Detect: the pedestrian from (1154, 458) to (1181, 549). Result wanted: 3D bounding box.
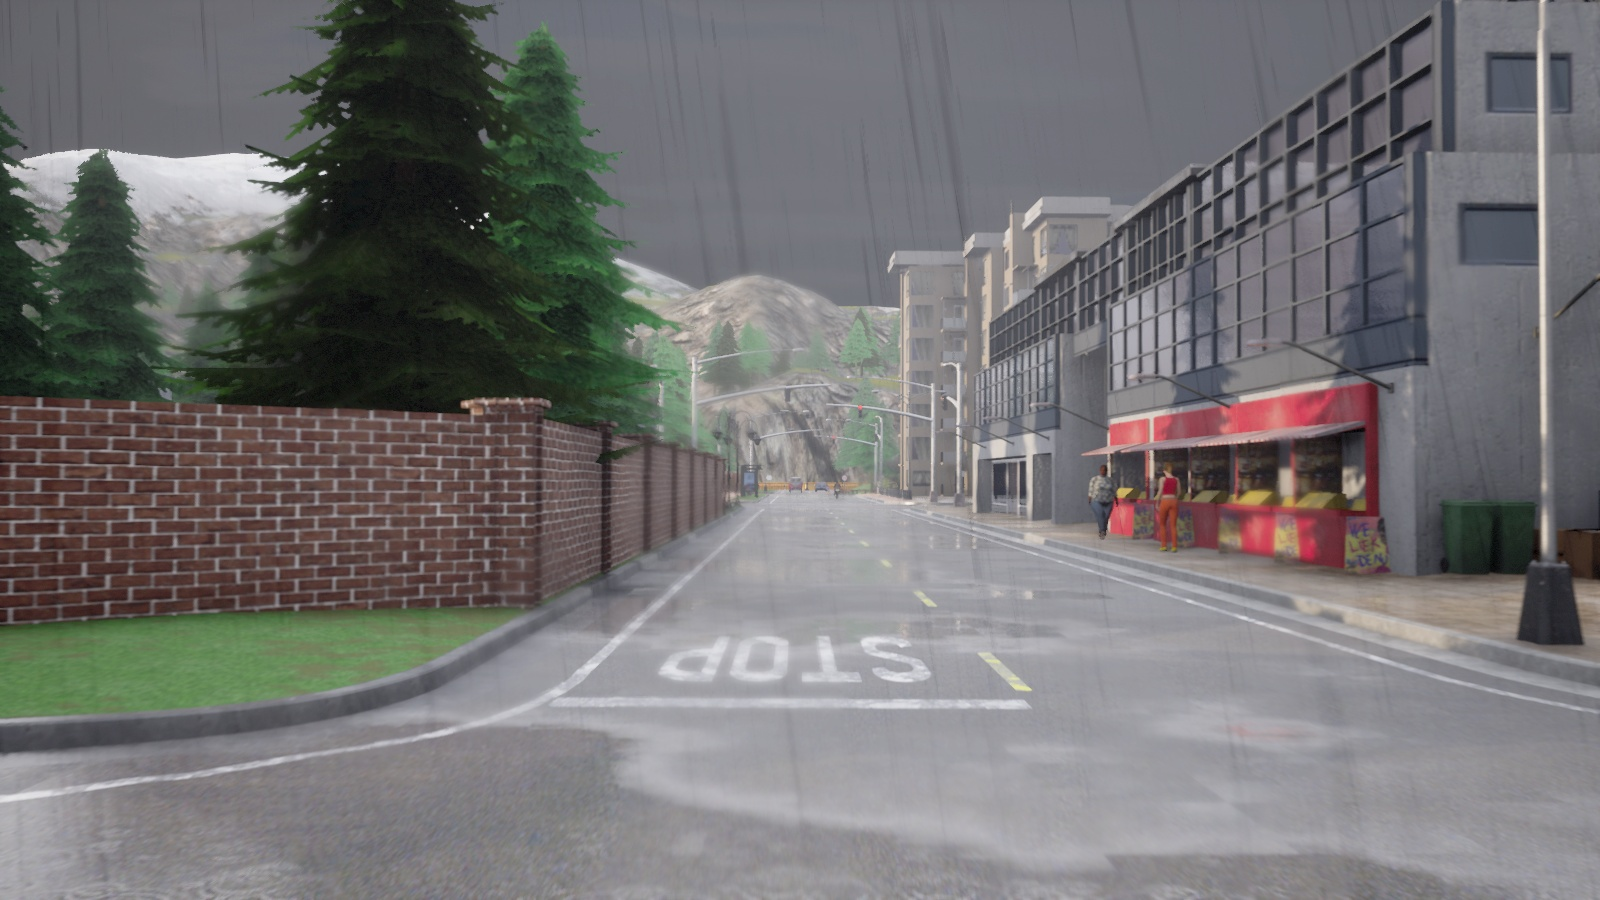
[{"bbox_3d":[7.504,1.087,25.646,0.345,1.836,0.594,0,-1,-3],"label":"pedestrian"}]

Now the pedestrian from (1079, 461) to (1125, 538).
[{"bbox_3d":[7.419,1.213,30.890,0.874,1.855,0.900,0,-1,-2],"label":"pedestrian"}]
